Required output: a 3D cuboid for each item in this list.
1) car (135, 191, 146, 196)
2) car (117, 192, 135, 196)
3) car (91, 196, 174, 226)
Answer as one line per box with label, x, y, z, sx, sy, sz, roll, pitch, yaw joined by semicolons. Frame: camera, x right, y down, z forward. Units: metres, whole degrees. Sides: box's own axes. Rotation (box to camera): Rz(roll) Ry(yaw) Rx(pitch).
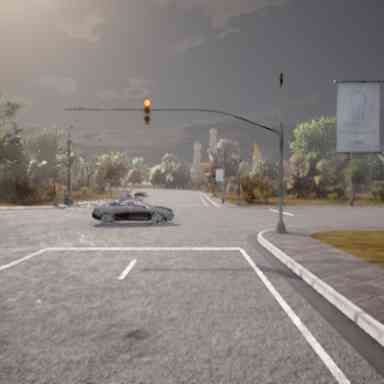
car;-10.429;0.425;67.106;1.895;1.301;4.718;0;2;0
car;-10.523;0.746;51.145;1.994;1.385;4.181;0;1;0
car;-3.559;1.179;20.132;4.902;1.511;2.128;0;1;-3
